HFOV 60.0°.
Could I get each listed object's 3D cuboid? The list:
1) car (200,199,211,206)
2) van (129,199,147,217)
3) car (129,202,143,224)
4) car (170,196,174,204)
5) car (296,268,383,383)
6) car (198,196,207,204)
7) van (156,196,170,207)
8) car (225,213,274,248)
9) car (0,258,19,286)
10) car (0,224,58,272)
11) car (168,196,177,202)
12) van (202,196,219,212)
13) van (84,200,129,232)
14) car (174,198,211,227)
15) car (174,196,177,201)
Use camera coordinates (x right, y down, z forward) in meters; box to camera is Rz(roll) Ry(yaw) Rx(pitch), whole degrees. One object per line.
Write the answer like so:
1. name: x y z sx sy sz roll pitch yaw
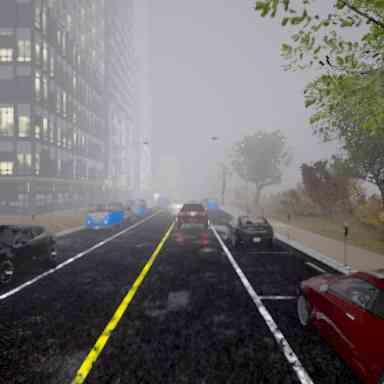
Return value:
1. car: 2.533 1.990 65.123 1.947 1.339 4.313 -1 0 0
2. van: -5.337 1.549 31.747 1.690 1.788 3.998 -1 0 0
3. car: -5.332 1.754 26.198 1.802 1.307 4.206 -1 0 0
4. car: -5.349 2.004 70.581 1.887 1.381 4.507 -1 0 0
5. car: 2.650 1.610 4.171 1.802 1.307 4.206 -1 0 0
6. car: 2.523 1.846 81.747 2.192 1.841 5.009 -1 0 0
7. van: -5.348 1.729 59.486 1.690 1.788 3.998 -1 0 0
8. car: 2.553 1.651 15.253 2.008 1.369 4.403 -1 0 0
9. car: -2.817 1.485 1.032 1.882 1.535 5.008 0 0 0
10. car: -5.374 1.629 9.556 1.947 1.339 4.313 -1 0 0
11. car: -5.361 1.920 92.771 2.192 1.841 5.009 -1 0 0
12. van: 2.539 1.622 42.959 1.690 1.788 3.998 -1 0 0
13. van: -5.333 1.477 20.652 1.690 1.788 3.998 -1 0 0
14. car: 0.065 1.509 24.045 2.097 1.767 4.553 0 0 0
15. car: -5.359 1.883 87.223 2.192 1.841 5.009 -1 0 0
